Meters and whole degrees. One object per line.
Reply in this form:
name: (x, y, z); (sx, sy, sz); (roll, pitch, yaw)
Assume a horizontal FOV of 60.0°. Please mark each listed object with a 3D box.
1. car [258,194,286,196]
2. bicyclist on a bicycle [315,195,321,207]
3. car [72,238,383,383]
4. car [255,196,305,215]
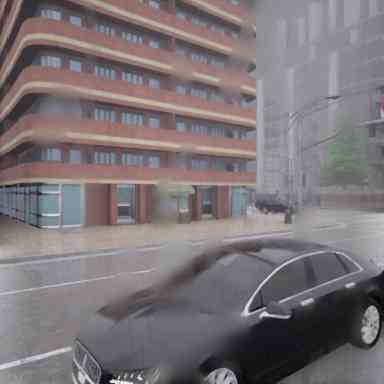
car: (9.678, 1.222, 37.728); (2.150, 2.045, 5.566); (0, 0, -36)
bicyclist on a bicycle: (17.790, 1.301, 46.928); (1.656, 1.620, 0.582); (0, 0, -36)
car: (0.889, 1.501, 4.646); (4.892, 1.490, 1.837); (-2, 1, -36)
car: (8.852, 1.491, 32.931); (2.128, 1.511, 4.902); (0, 0, -36)
